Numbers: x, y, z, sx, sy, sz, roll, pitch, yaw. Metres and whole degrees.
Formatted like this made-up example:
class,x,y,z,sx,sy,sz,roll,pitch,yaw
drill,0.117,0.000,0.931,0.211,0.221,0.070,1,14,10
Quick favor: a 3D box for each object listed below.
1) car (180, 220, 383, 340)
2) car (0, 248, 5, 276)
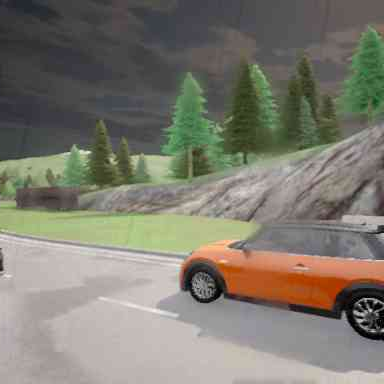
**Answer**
class,x,y,z,sx,sy,sz,roll,pitch,yaw
car,1.951,1.365,6.760,4.553,1.767,2.097,-1,0,34
car,-6.627,1.580,8.296,4.902,1.511,2.128,-1,0,34
